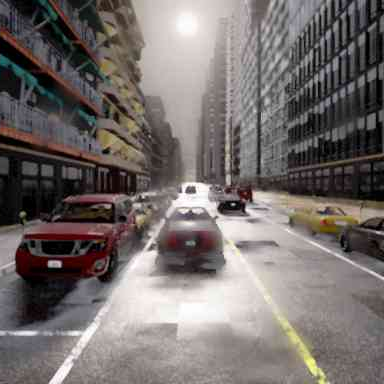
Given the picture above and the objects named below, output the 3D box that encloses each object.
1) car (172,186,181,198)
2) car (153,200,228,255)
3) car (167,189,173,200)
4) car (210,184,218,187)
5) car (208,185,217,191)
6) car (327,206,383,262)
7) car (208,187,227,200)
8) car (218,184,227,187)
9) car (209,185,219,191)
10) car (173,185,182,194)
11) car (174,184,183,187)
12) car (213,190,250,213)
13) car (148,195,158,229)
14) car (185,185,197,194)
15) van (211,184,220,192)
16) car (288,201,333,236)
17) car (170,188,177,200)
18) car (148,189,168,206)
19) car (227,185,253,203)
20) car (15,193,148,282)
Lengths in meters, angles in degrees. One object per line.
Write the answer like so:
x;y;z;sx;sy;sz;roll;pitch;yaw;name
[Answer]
-2.827;0.233;42.980;1.887;1.381;4.507;1;2;0;car
-0.046;1.210;11.522;1.994;1.385;4.181;0;2;0;car
-2.772;0.748;26.033;1.887;1.381;4.507;1;2;0;car
5.463;-0.727;71.244;1.967;1.590;4.097;1;2;0;car
5.406;-1.125;88.195;1.947;1.339;4.313;1;2;0;car
5.663;1.295;9.113;1.947;1.339;4.313;1;2;0;car
2.908;0.379;40.325;1.895;1.301;4.718;0;2;0;car
5.539;-0.157;48.646;2.192;1.841;5.009;1;2;0;car
5.424;-0.950;82.546;1.947;1.339;4.313;1;2;0;car
-2.845;0.046;48.457;1.752;1.417;4.829;1;2;0;car
-2.896;-0.691;65.567;2.192;1.841;5.009;1;2;0;car
2.956;0.787;25.702;1.994;1.385;4.181;0;2;0;car
-2.735;1.076;14.564;1.752;1.417;4.829;1;2;0;car
-0.212;-0.552;62.395;2.097;1.767;4.553;0;2;0;car
5.446;-1.001;76.891;1.690;1.788;3.998;1;2;0;van
5.644;1.078;14.931;1.752;1.417;4.829;1;2;0;car
-2.791;0.598;31.682;1.947;1.339;4.313;1;2;0;car
-2.752;0.815;20.380;1.967;1.590;4.097;1;2;0;car
5.575;0.188;37.349;2.192;1.841;5.009;1;2;0;car
-2.713;1.032;9.079;2.192;1.841;5.009;1;2;0;car
